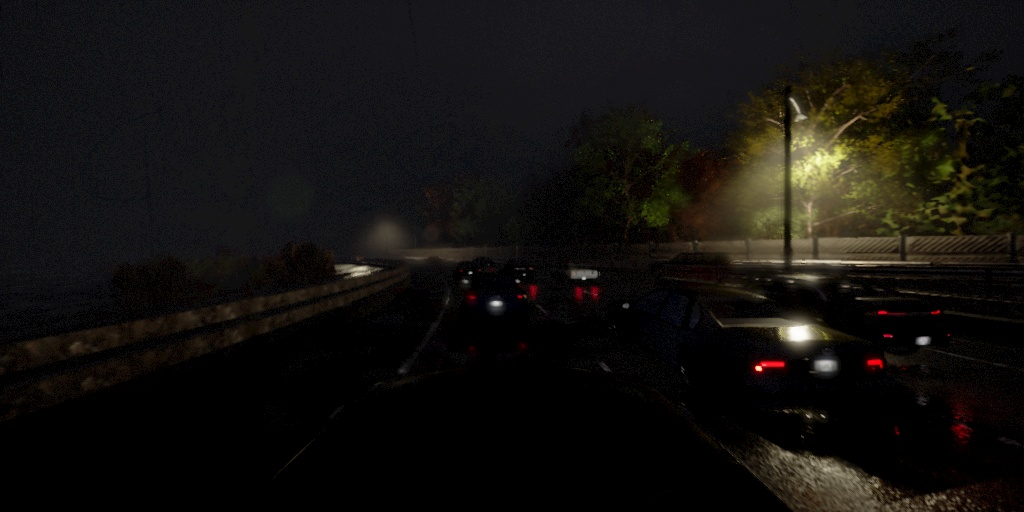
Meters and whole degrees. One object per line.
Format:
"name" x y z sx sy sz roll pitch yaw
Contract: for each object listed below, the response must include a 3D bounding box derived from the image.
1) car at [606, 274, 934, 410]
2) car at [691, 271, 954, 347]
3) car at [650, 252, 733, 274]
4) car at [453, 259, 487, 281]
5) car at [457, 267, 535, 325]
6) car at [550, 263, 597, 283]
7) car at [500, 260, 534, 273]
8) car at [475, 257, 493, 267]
"car" 3.358 1.251 6.482 2.033 1.411 5.357 0 0 -3
"car" 6.677 1.171 8.377 2.128 1.511 4.902 0 1 -4
"car" 13.091 0.727 26.302 2.150 2.045 5.566 -1 1 -43
"car" -3.386 1.150 27.168 1.994 1.385 4.181 0 0 -14
"car" -0.630 1.247 11.688 1.994 1.385 4.181 0 0 -6
"car" 4.214 1.168 25.505 1.895 1.301 4.718 0 0 -12
"car" 0.276 1.065 26.883 2.128 1.511 4.902 0 0 -13
"car" -4.319 0.885 50.270 1.837 1.490 4.892 -1 1 -29
